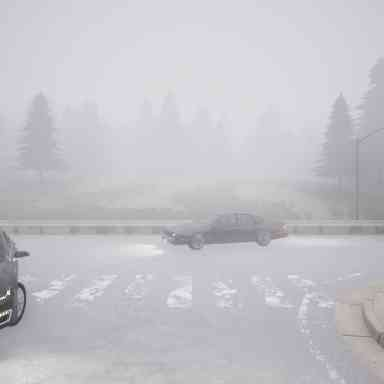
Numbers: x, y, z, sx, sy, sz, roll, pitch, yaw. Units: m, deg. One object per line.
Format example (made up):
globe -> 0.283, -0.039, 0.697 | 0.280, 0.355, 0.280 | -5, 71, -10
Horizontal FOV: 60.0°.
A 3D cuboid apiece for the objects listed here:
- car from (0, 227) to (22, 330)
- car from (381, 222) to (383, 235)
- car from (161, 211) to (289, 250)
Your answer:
car -> -4.457, 1.505, 6.550 | 1.837, 1.490, 4.892 | 0, 0, -28
car -> 11.237, 1.492, 15.070 | 4.902, 1.511, 2.128 | 0, 0, 0
car -> 1.458, 1.547, 14.191 | 5.357, 1.411, 2.033 | 0, 0, -20
